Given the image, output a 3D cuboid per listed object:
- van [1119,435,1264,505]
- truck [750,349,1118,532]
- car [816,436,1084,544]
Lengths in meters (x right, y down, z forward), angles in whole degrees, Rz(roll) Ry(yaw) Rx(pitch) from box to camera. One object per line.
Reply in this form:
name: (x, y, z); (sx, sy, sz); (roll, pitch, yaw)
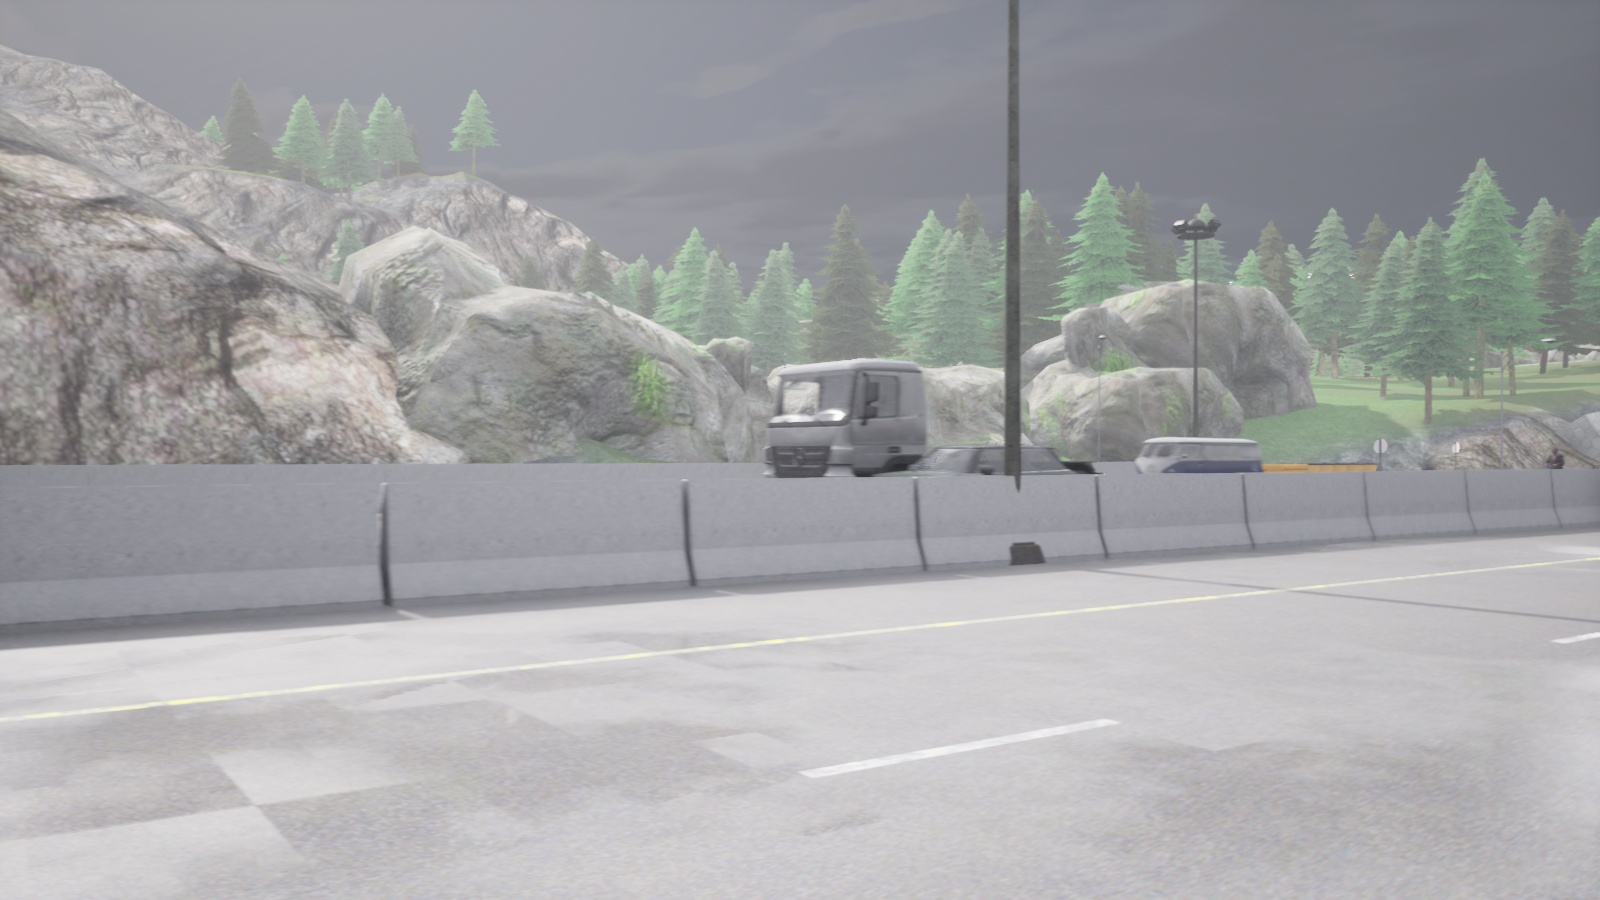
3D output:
van: (11.674, 0.565, 37.371); (4.442, 1.987, 1.775); (0, 0, -35)
truck: (3.056, -0.177, 27.111); (7.936, 3.462, 2.891); (0, 0, -35)
car: (2.746, 0.653, 22.628); (4.553, 1.767, 2.097); (0, 0, -35)
